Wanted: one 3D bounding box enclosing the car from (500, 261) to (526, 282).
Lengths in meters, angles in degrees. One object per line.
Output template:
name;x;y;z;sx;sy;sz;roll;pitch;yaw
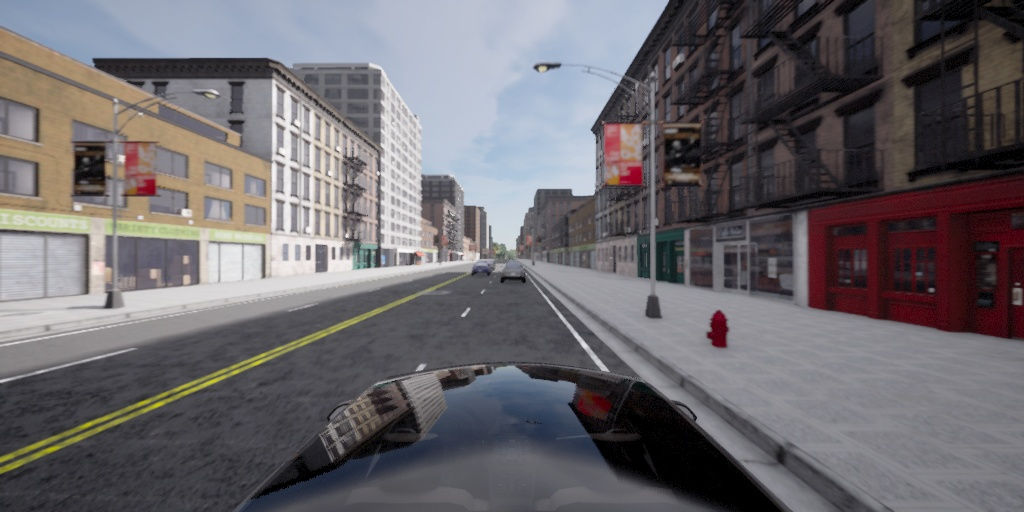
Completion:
car;0.094;1.319;28.759;1.994;1.385;4.181;0;0;0

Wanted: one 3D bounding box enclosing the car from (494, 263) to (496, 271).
car;-3.252;1.308;50.426;2.033;1.411;5.357;0;0;0

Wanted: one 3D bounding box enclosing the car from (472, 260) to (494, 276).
car;-3.158;1.281;37.611;1.812;1.442;4.674;0;0;0
